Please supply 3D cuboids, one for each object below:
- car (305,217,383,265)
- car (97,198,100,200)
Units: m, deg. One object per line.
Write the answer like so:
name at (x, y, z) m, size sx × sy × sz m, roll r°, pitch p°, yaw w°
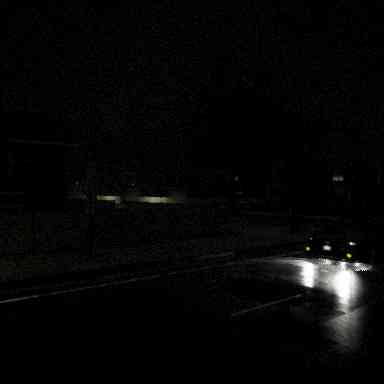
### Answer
car at (5.928, 1.599, 11.759) m, size 4.181 × 1.385 × 1.994 m, roll 0°, pitch 0°, yaw -35°
car at (-16.039, 1.651, 54.243) m, size 1.994 × 1.385 × 4.181 m, roll 0°, pitch 0°, yaw -35°
